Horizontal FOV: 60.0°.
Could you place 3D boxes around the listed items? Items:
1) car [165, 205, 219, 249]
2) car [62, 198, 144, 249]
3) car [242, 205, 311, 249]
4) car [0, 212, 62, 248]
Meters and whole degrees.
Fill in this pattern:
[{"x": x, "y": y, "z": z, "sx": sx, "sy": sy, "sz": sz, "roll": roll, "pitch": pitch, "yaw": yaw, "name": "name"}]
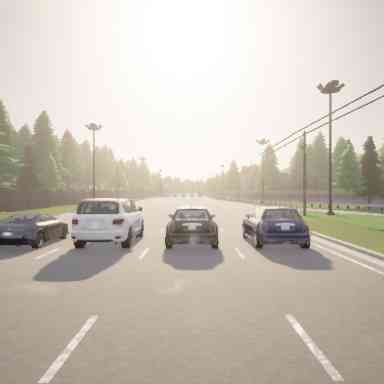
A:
[{"x": 0.000, "y": 1.363, "z": 14.620, "sx": 2.097, "sy": 1.767, "sz": 4.553, "roll": 0, "pitch": 0, "yaw": 0, "name": "car"}, {"x": -3.500, "y": 1.255, "z": 14.680, "sx": 2.150, "sy": 2.045, "sz": 5.566, "roll": 0, "pitch": 0, "yaw": 0, "name": "car"}, {"x": 3.500, "y": 1.363, "z": 14.620, "sx": 2.097, "sy": 1.767, "sz": 4.553, "roll": 0, "pitch": 0, "yaw": 0, "name": "car"}, {"x": -7.000, "y": 1.569, "z": 14.650, "sx": 1.994, "sy": 1.385, "sz": 4.181, "roll": 0, "pitch": 0, "yaw": 0, "name": "car"}]
